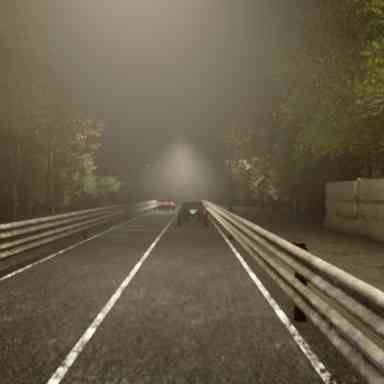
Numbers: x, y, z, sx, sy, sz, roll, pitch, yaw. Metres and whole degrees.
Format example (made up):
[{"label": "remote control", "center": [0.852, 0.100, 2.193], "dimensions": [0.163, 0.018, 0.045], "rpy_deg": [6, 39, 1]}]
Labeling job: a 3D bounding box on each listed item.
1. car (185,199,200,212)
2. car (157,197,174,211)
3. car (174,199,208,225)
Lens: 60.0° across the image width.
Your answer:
[{"label": "car", "center": [0.086, 1.716, 42.534], "dimensions": [1.837, 1.490, 4.892], "rpy_deg": [0, -1, 0]}, {"label": "car", "center": [-3.345, 1.582, 43.971], "dimensions": [2.097, 1.767, 4.553], "rpy_deg": [0, -1, 0]}, {"label": "car", "center": [0.068, 1.379, 24.010], "dimensions": [2.097, 1.767, 4.553], "rpy_deg": [0, 0, 0]}]
